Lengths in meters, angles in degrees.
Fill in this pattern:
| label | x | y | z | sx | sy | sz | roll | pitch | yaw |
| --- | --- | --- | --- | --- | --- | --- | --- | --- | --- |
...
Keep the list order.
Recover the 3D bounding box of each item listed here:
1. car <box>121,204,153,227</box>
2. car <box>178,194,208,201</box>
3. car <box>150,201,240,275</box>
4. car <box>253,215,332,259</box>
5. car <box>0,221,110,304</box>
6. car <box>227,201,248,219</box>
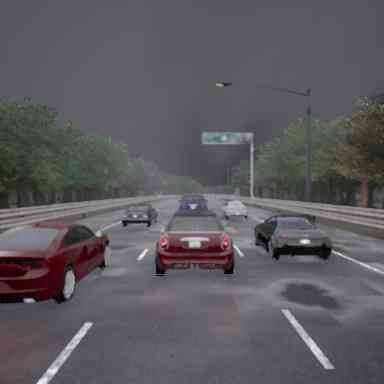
| label | x | y | z | sx | sy | sz | roll | pitch | yaw |
| --- | --- | --- | --- | --- | --- | --- | --- | --- | --- |
| car | -3.430 | 1.507 | 22.568 | 2.033 | 1.411 | 5.357 | 0 | 0 | 0 |
| car | 0.093 | 1.174 | 26.537 | 2.150 | 2.045 | 5.566 | 0 | 0 | 0 |
| car | 0.081 | 1.330 | 10.543 | 2.097 | 1.767 | 4.553 | 0 | 0 | 0 |
| car | 3.588 | 1.538 | 12.549 | 1.994 | 1.385 | 4.181 | 0 | 0 | 0 |
| car | -3.433 | 1.460 | 8.233 | 1.882 | 1.535 | 5.008 | 0 | 0 | 0 |
| car | 3.595 | 1.477 | 28.372 | 1.812 | 1.442 | 4.674 | 0 | 0 | 0 |
